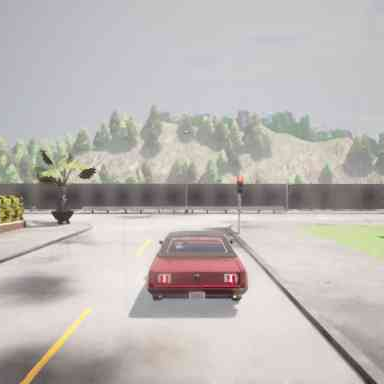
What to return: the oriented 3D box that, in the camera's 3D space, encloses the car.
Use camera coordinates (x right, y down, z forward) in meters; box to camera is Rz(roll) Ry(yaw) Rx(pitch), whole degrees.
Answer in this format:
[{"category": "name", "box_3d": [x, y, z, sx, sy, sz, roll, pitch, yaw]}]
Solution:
[{"category": "car", "box_3d": [0.101, 1.601, 8.279, 1.895, 1.301, 4.718, 0, 0, 0]}]
